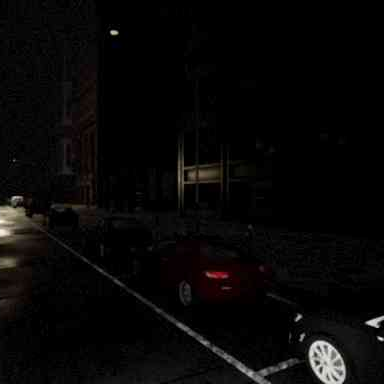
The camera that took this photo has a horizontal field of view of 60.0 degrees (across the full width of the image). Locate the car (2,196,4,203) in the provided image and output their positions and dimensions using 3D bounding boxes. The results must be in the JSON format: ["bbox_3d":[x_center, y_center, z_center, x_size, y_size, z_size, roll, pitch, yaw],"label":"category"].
[{"bbox_3d":[-41.124,1.995,75.220,2.008,1.369,4.403,0,0,-31],"label":"car"}]

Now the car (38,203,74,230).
[{"bbox_3d":[-8.847,1.657,22.286,1.887,1.381,4.507,0,0,-31],"label":"car"}]

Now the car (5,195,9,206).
[{"bbox_3d":[-35.256,1.821,65.596,1.967,1.590,4.097,0,0,-31],"label":"car"}]

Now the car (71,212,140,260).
[{"bbox_3d":[-2.979,1.610,12.662,2.008,1.369,4.403,0,0,-31],"label":"car"}]

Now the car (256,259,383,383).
[{"bbox_3d":[2.889,1.560,3.038,2.008,1.369,4.403,0,0,-31],"label":"car"}]

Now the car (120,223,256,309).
[{"bbox_3d":[-0.045,1.616,7.850,1.802,1.307,4.206,0,0,-31],"label":"car"}]

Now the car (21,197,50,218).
[{"bbox_3d":[-14.717,1.483,31.911,2.192,1.841,5.009,0,0,-31],"label":"car"}]

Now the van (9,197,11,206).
[{"bbox_3d":[-29.388,1.659,55.971,1.690,1.788,3.998,0,0,-31],"label":"van"}]

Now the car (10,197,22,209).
[{"bbox_3d":[-26.542,1.813,51.304,1.752,1.417,4.829,0,0,-31],"label":"car"}]
